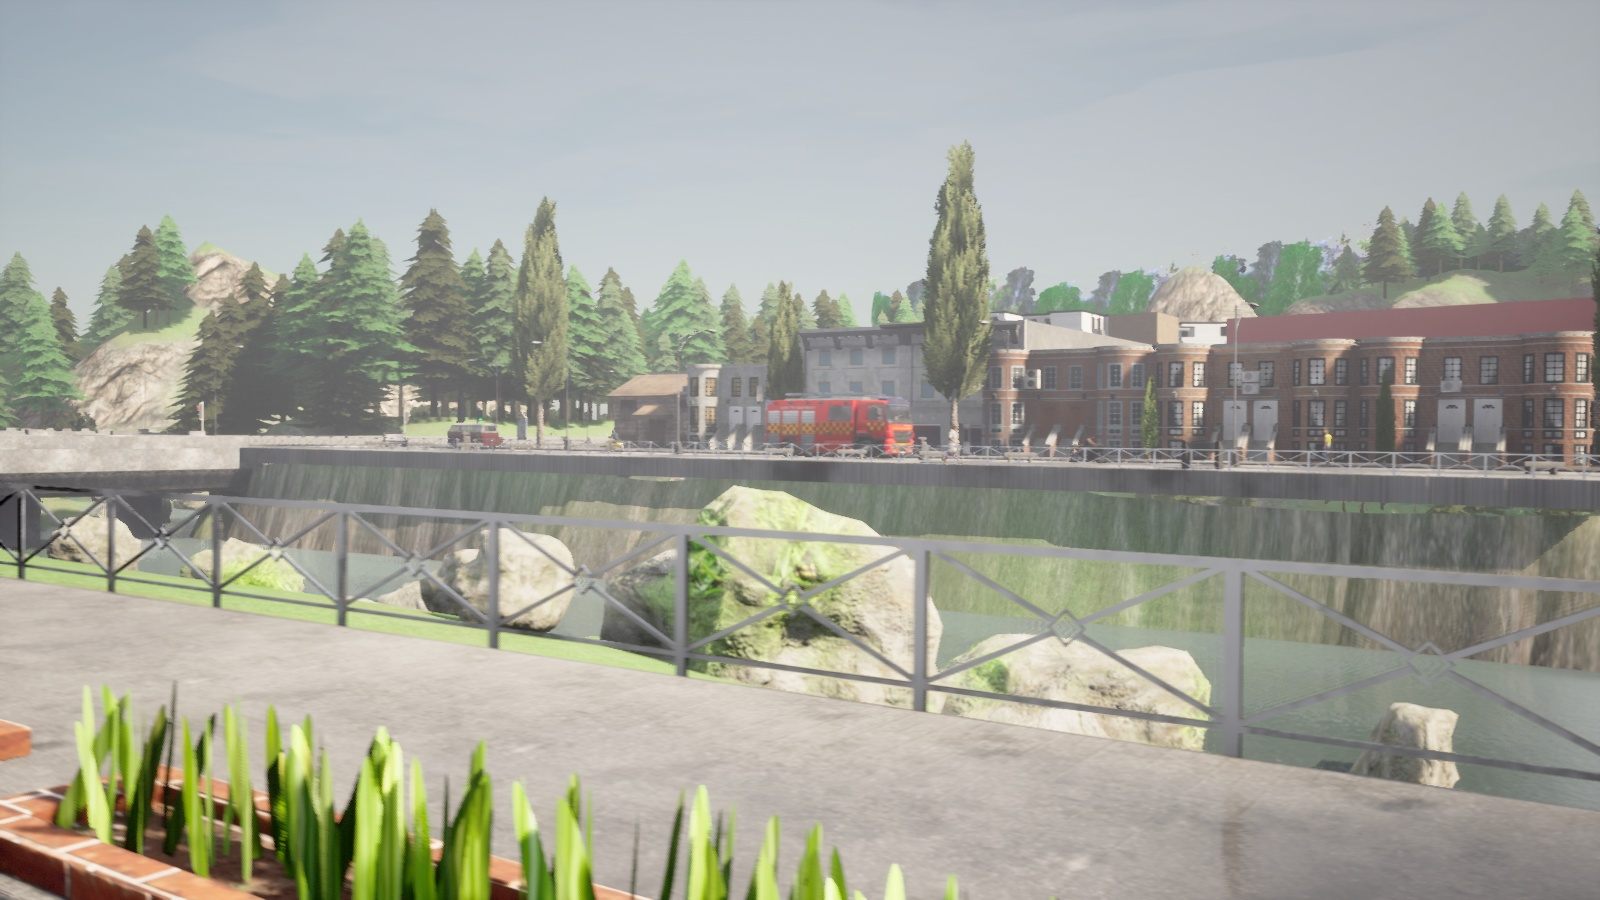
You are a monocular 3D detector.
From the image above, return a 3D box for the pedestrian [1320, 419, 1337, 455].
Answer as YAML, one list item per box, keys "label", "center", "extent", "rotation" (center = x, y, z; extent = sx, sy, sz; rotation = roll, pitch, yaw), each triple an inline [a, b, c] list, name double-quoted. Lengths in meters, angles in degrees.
- label: "pedestrian"
  center: [26.897, -0.675, 63.932]
  extent: [0.354, 1.836, 0.706]
  rotation: [-1, 1, -41]

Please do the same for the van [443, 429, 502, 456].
- label: "van"
  center: [-24.662, -0.583, 94.610]
  extent: [4.442, 1.987, 1.775]
  rotation: [0, 1, 34]

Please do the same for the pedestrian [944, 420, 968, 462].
- label: "pedestrian"
  center: [7.281, -0.426, 58.735]
  extent: [0.873, 1.952, 0.659]
  rotation: [0, 1, 42]

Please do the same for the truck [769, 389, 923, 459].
- label: "truck"
  center: [2.556, -1.435, 71.721]
  extent: [8.468, 3.827, 2.891]
  rotation: [0, 1, 34]

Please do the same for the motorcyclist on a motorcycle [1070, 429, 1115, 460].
- label: "motorcyclist on a motorcycle"
  center: [14.820, -0.289, 63.601]
  extent: [2.044, 1.523, 0.797]
  rotation: [0, 1, 34]
